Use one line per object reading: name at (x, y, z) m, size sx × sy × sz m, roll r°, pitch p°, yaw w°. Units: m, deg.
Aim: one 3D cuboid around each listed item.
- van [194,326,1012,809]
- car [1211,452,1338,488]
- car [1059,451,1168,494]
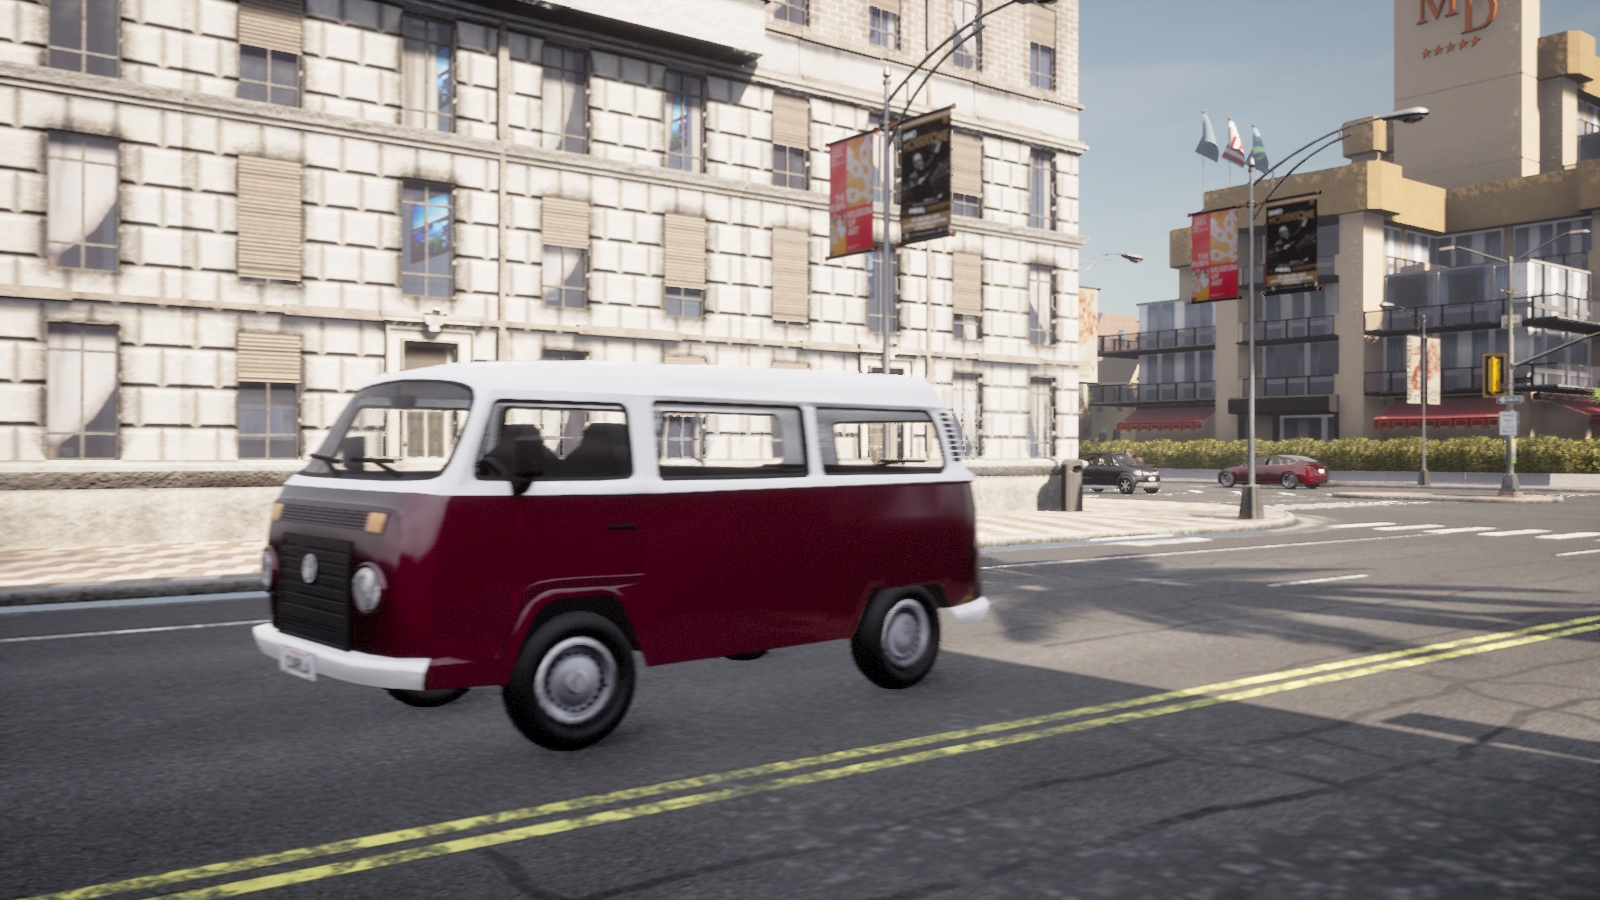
van at (-0.938, 0.493, 7.575) m, size 4.480 × 2.038 × 2.069 m, roll 0°, pitch 0°, yaw -43°
car at (20.713, 0.853, 54.988) m, size 2.163 × 1.488 × 4.792 m, roll 0°, pitch 0°, yaw -37°
car at (11.859, 0.832, 47.633) m, size 1.789 × 1.549 × 3.705 m, roll 0°, pitch 0°, yaw -37°
